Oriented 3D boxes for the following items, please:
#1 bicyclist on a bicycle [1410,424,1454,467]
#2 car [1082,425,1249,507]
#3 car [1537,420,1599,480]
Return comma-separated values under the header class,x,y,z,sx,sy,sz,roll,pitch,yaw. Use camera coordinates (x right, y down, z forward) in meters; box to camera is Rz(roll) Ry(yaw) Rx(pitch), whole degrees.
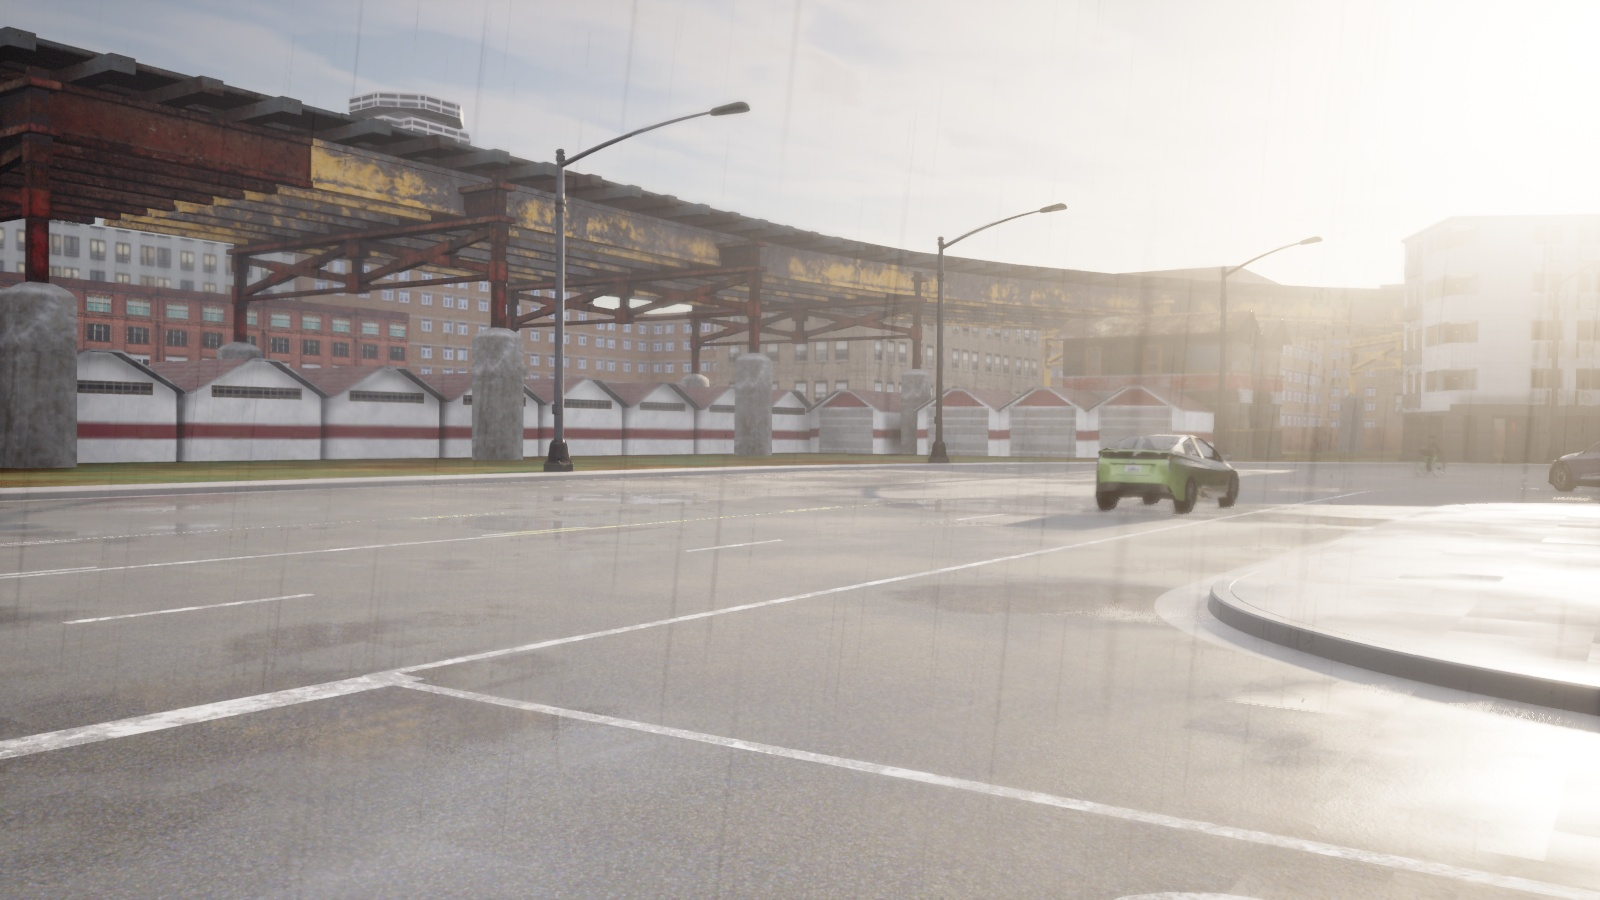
class,x,y,z,sx,sy,sz,roll,pitch,yaw
bicyclist on a bicycle,23.992,-0.184,47.674,1.656,1.620,0.582,-1,1,-26
car,7.545,0.260,25.616,2.007,1.525,4.514,0,1,34
car,22.717,-0.013,34.363,2.033,1.649,4.856,-1,1,-3
